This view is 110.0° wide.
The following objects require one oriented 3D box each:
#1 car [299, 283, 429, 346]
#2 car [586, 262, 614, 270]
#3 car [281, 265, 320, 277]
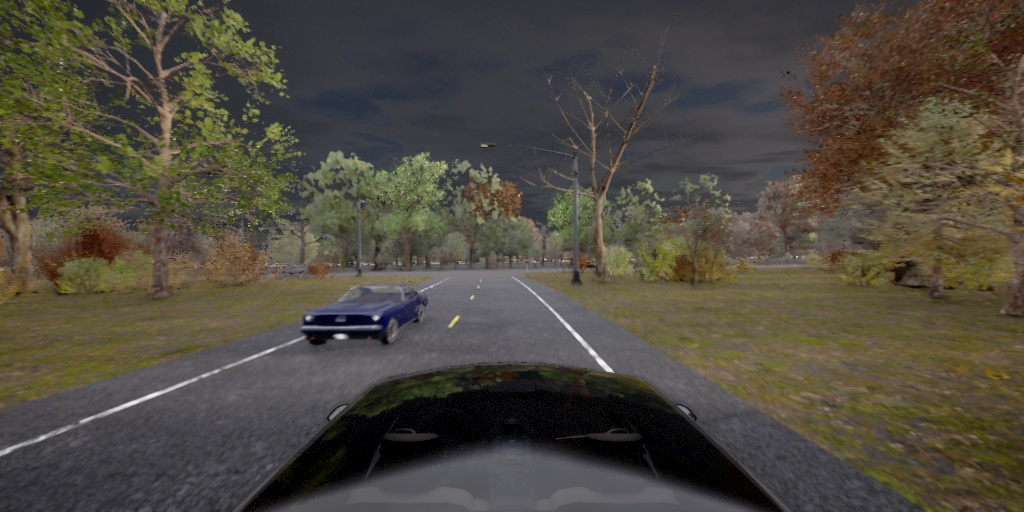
[{"bbox_3d":[-3.705,1.443,9.887,1.895,1.301,4.718,0,-1,-1],"label":"car"},{"bbox_3d":[15.305,1.663,62.367,4.718,1.301,1.895,-1,0,-13],"label":"car"},{"bbox_3d":[-30.201,2.062,51.315,4.902,1.511,2.128,-1,0,-15],"label":"car"}]
